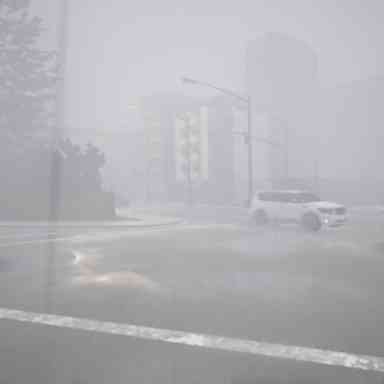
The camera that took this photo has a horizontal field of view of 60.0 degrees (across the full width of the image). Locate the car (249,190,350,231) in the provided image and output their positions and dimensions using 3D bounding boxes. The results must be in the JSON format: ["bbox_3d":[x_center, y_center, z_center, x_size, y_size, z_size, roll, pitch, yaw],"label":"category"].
[{"bbox_3d":[5.613,0.890,18.208,2.150,2.045,5.566,-1,1,-35],"label":"car"}]

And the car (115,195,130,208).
[{"bbox_3d":[-8.927,1.124,38.921,1.837,1.490,4.892,-2,1,-35],"label":"car"}]
